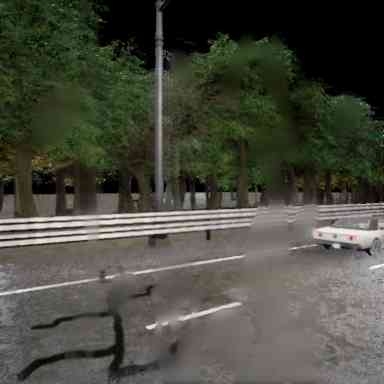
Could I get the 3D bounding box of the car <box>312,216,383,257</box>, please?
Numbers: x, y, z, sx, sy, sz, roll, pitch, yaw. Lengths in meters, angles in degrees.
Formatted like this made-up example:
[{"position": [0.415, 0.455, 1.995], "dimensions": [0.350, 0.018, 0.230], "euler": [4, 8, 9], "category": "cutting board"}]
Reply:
[{"position": [6.869, 1.590, 12.939], "dimensions": [4.718, 1.301, 1.895], "euler": [0, 0, -35], "category": "car"}]
